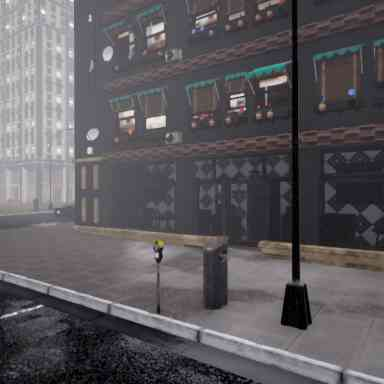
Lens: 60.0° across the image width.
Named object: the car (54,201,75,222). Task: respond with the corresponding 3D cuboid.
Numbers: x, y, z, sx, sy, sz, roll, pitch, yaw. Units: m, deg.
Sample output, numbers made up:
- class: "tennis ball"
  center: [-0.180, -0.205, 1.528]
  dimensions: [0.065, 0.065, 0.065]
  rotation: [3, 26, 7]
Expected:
- class: "car"
  center: [-7.266, 1.279, 22.770]
  dimensions: [1.947, 1.339, 4.313]
  rotation: [1, 1, 35]
